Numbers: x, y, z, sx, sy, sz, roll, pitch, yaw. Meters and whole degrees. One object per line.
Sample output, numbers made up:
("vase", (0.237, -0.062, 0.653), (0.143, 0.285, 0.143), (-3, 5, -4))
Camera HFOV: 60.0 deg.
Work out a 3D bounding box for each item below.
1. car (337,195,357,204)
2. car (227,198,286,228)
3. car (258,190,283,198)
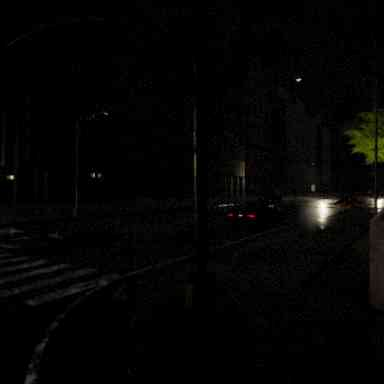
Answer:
("car", (21.826, 1.030, 46.685), (1.895, 1.301, 4.718), (0, 1, 34))
("car", (3.997, 1.294, 19.943), (2.033, 1.411, 5.357), (0, 1, 34))
("car", (11.532, 0.679, 48.821), (2.150, 2.045, 5.566), (0, 1, 34))
